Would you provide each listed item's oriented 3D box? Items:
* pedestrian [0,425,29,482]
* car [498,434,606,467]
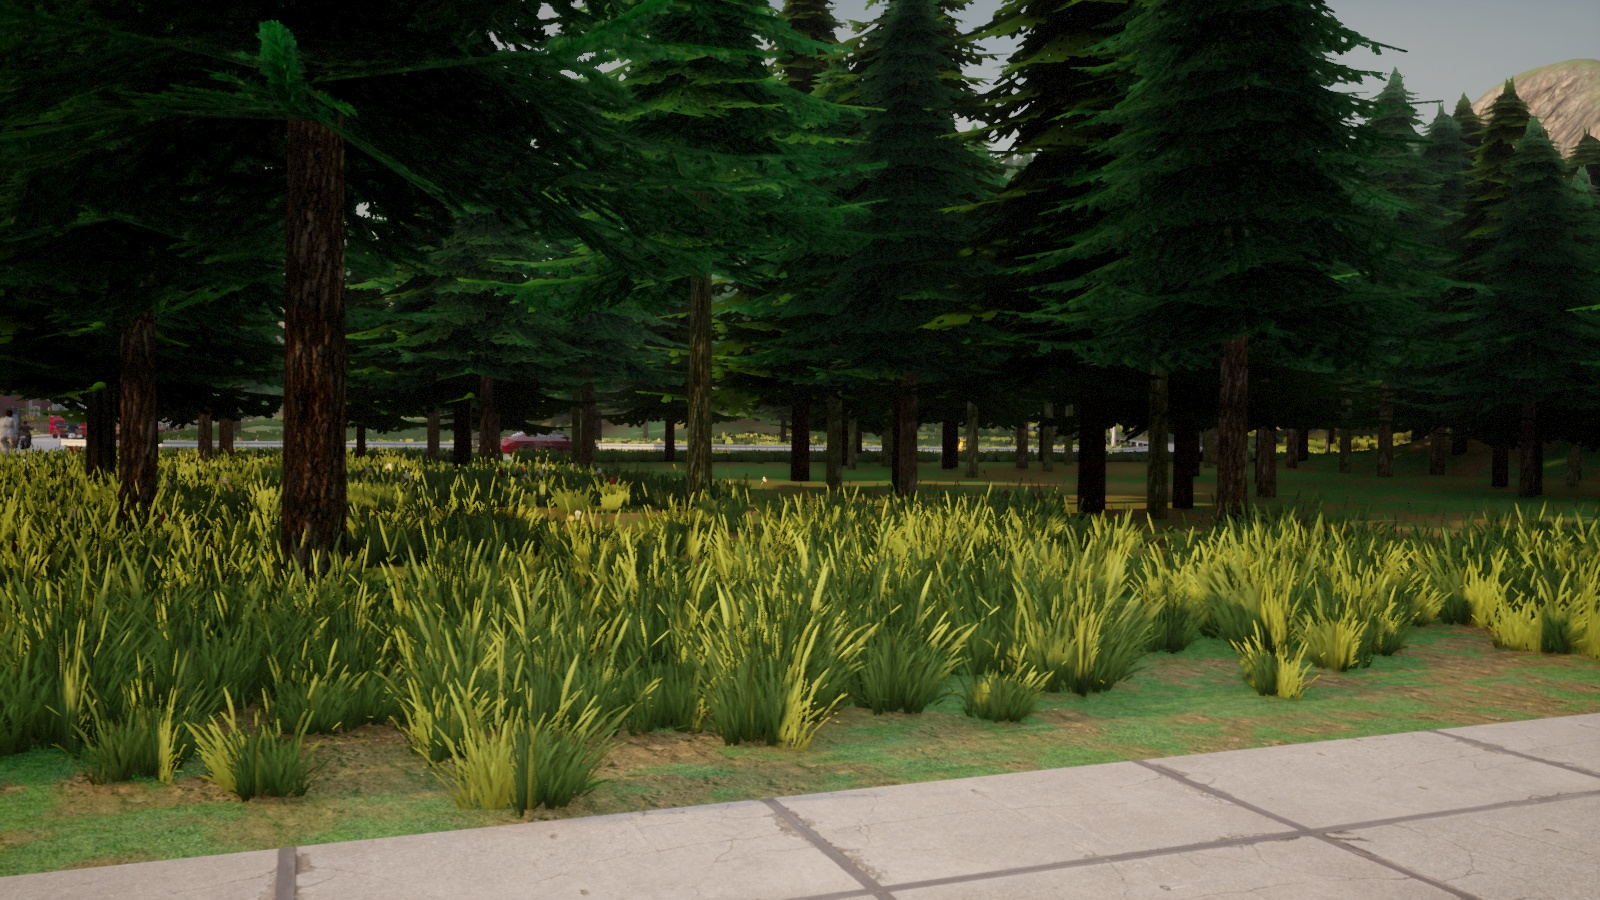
[{"bbox_3d":[-26.191,0.097,41.626,0.874,1.855,0.900,-1,1,-19],"label":"pedestrian"},{"bbox_3d":[-11.705,-0.011,59.318,4.674,1.442,1.812,-1,1,-25],"label":"car"}]
